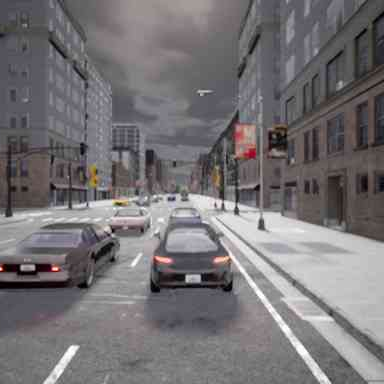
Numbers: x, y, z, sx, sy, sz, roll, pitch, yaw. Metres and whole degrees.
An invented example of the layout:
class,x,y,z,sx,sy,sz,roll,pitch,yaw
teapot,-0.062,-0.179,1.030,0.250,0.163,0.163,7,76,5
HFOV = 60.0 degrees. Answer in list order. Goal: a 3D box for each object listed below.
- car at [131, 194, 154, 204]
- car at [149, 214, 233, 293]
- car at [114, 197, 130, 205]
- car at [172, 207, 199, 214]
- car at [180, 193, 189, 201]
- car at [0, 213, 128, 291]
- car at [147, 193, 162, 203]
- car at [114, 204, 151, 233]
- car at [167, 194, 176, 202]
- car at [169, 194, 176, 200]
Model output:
class,x,y,z,sx,sy,sz,roll,pitch,yaw
car,-7.724,1.513,52.509,2.128,1.511,4.902,0,0,-1
car,-0.060,1.527,8.803,1.812,1.442,4.674,0,0,-2
car,-10.972,1.500,52.252,1.882,1.535,5.008,0,0,-1
car,-0.374,1.552,18.389,2.033,1.411,5.357,0,0,-1
car,-1.768,1.619,81.168,1.895,1.301,4.718,0,0,-1
car,-3.317,1.549,9.104,2.033,1.411,5.357,0,0,-1
car,-8.002,1.525,69.077,2.128,1.511,4.902,0,0,-1
car,-3.556,1.606,19.799,1.895,1.301,4.718,0,0,-1
car,-5.008,1.501,80.649,1.882,1.535,5.008,0,0,-1
car,-5.239,1.396,91.066,1.837,1.490,4.892,0,0,-1
